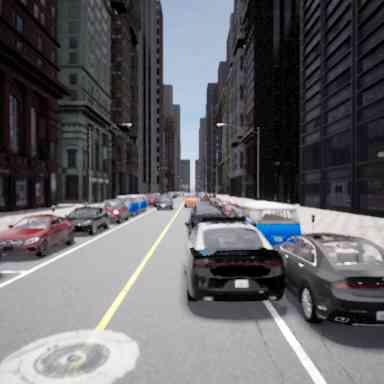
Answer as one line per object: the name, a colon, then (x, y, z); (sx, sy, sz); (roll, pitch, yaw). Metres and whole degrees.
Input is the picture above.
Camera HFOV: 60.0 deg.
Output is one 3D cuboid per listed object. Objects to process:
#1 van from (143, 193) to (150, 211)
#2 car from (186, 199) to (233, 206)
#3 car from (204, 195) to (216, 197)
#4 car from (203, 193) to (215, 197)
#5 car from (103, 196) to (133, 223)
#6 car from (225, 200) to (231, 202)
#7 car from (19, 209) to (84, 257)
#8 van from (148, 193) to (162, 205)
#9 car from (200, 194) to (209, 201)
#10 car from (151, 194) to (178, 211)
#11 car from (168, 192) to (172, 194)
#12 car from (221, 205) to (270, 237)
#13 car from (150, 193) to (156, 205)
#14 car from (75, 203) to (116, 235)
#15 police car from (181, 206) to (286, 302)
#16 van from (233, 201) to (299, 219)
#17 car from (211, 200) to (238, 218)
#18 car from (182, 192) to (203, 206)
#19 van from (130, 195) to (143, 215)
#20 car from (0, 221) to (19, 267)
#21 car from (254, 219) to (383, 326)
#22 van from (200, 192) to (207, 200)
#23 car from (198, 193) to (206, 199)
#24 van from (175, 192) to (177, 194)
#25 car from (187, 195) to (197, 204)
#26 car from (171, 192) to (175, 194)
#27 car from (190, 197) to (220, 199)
van: (-5.755, 1.185, 35.083); (1.690, 1.788, 3.998); (0, 0, 0)
car: (0.791, 1.393, 18.278); (1.882, 1.535, 5.008); (0, 0, -2)
car: (2.772, 1.366, 40.733); (1.887, 1.381, 4.507); (0, 0, 0)
car: (2.774, 1.093, 52.004); (2.192, 1.841, 5.009); (0, 0, 0)
car: (-5.758, 1.331, 23.811); (1.967, 1.590, 4.097); (0, 0, 0)
car: (2.767, 1.472, 23.825); (1.802, 1.307, 4.206); (0, 0, 0)
car: (-5.761, 1.522, 12.538); (1.802, 1.307, 4.206); (0, 0, 0)
van: (-5.751, 1.119, 51.991); (1.690, 1.788, 3.998); (0, 0, 0)
car: (2.781, 1.224, 74.720); (1.752, 1.417, 4.829); (0, 0, 0)
car: (-3.088, 1.322, 38.522); (2.128, 1.511, 4.902); (0, 0, 0)
car: (-5.746, 1.263, 68.903); (1.887, 1.381, 4.507); (0, 0, 0)
car: (2.766, 1.466, 18.188); (2.008, 1.369, 4.403); (0, 0, 0)
car: (-5.752, 1.114, 46.355); (2.192, 1.841, 5.009); (0, 0, 0)
car: (-5.759, 1.481, 18.174); (1.947, 1.339, 4.313); (0, 0, 0)
police car: (0.778, 1.385, 8.385); (1.930, 1.638, 5.238); (0, 0, -2)
van: (2.764, 1.281, 12.551); (1.690, 1.788, 3.998); (0, 0, 0)
car: (2.769, 1.418, 29.461); (2.008, 1.369, 4.403); (0, 0, 0)
car: (0.027, 1.153, 45.793); (2.097, 1.767, 4.553); (0, 0, 0)
van: (-5.757, 1.208, 29.446); (1.690, 1.788, 3.998); (0, 0, 0)
car: (-5.762, 1.532, 6.901); (1.947, 1.339, 4.313); (0, 0, 0)
car: (2.763, 1.517, 6.915); (2.008, 1.369, 4.403); (0, 0, 0)
van: (2.782, 1.023, 80.185); (1.690, 1.788, 3.998); (0, 0, 0)
car: (2.785, 1.086, 91.458); (1.967, 1.590, 4.097); (0, 0, 0)
van: (-5.740, 0.987, 91.449); (1.690, 1.788, 3.998); (0, 0, 0)
car: (0.017, 1.256, 59.373); (1.837, 1.490, 4.892); (0, 0, 0)
car: (-5.743, 1.248, 80.176); (1.947, 1.339, 4.313); (0, 0, 0)
car: (0.907, 1.394, 24.301); (1.837, 1.490, 4.892); (0, 0, 0)
